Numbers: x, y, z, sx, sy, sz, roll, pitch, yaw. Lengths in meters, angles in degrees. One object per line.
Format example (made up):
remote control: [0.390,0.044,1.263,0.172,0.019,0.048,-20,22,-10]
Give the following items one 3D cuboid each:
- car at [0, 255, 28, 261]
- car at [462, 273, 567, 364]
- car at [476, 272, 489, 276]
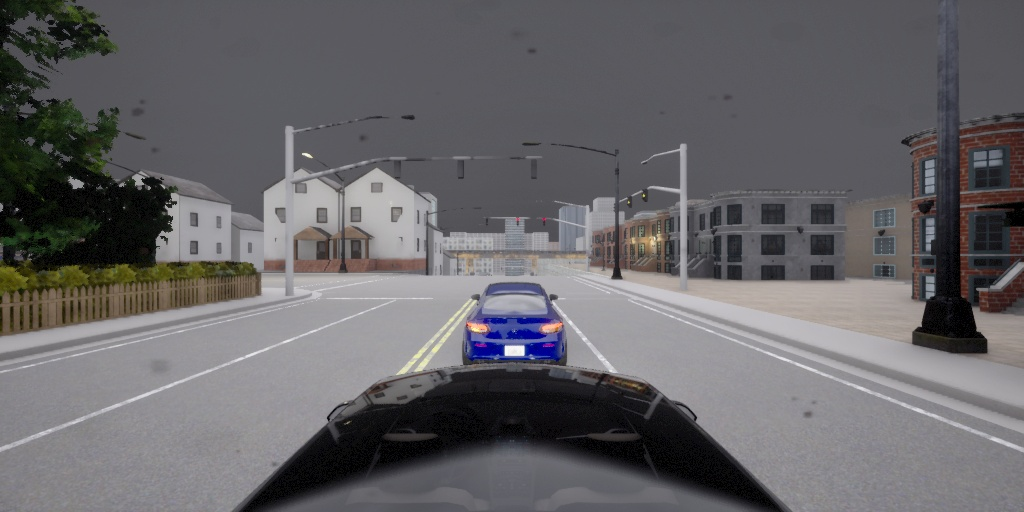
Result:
car: [-44.713,0.971,30.667,5.566,2.045,2.150,0,0,0]
car: [0.059,1.276,7.753,1.812,1.442,4.674,0,0,0]
car: [-3.604,2.929,47.213,2.097,1.767,4.553,-1,-13,0]
